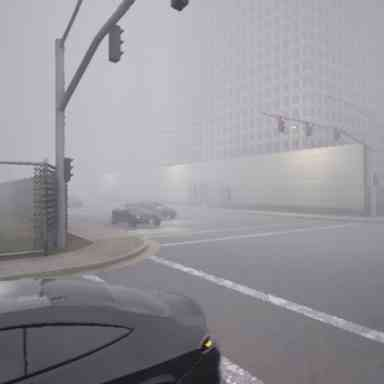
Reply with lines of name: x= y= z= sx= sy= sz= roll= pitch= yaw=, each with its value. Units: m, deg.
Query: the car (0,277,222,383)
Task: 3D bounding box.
car: x=-1.864 y=1.528 z=2.539 sx=4.674 sy=1.442 sz=1.812 roll=0 pitch=0 yaw=-35

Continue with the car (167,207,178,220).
car: x=-3.245 y=1.460 z=26.902 sx=2.033 sy=1.411 sz=5.357 roll=0 pitch=0 yaw=-35

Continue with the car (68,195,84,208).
car: x=-16.297 y=1.264 z=45.387 sx=2.097 sy=1.767 sz=4.553 roll=0 pitch=0 yaw=-35

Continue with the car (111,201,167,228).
car: x=-3.746 y=1.448 z=21.554 sx=1.812 sy=1.442 sz=4.674 roll=0 pitch=0 yaw=-35
